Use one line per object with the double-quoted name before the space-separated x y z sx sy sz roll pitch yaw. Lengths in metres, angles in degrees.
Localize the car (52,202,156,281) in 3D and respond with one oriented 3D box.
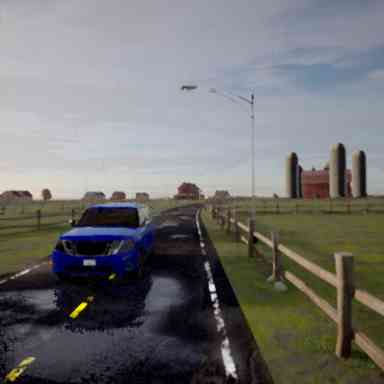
"car" -2.452 1.379 10.727 2.150 2.045 5.566 0 -1 0
